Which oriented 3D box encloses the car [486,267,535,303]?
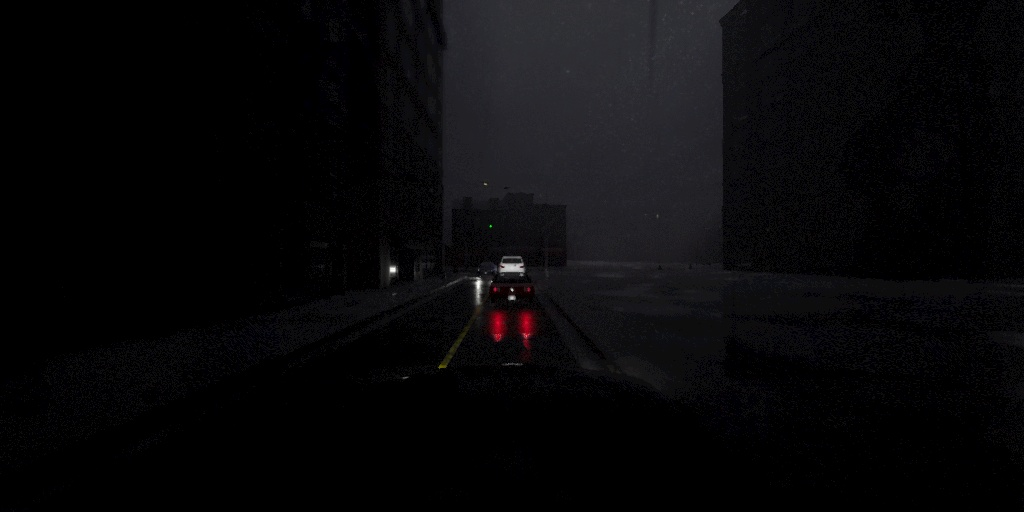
[{"bbox_3d":[0.000,1.372,16.531,1.895,1.301,4.718,0,0,0],"label":"car"}]

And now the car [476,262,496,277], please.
[{"bbox_3d":[-2.500,1.338,36.501,1.812,1.442,4.674,0,0,0],"label":"car"}]

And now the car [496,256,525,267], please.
[{"bbox_3d":[0.000,1.029,31.532,2.150,2.045,5.566,0,0,0],"label":"car"}]
